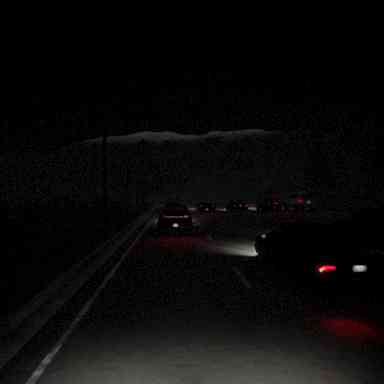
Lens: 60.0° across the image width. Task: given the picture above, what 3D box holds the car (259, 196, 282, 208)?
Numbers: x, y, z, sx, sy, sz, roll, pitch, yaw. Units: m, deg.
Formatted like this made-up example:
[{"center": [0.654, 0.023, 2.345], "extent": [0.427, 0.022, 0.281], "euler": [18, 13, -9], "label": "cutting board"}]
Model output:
[{"center": [11.276, 1.359, 48.166], "extent": [1.882, 1.535, 5.008], "euler": [0, 0, -3], "label": "car"}]

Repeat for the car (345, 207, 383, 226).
[{"center": [6.440, 1.294, 11.289], "extent": [2.097, 1.767, 4.553], "euler": [0, 0, -2], "label": "car"}]

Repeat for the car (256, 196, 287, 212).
[{"center": [8.507, 1.402, 37.206], "extent": [2.128, 1.511, 4.902], "euler": [0, 0, -3], "label": "car"}]

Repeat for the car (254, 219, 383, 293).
[{"center": [3.113, 1.517, 8.897], "extent": [2.033, 1.411, 5.357], "euler": [0, 0, -3], "label": "car"}]

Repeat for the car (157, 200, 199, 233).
[{"center": [-0.986, 1.488, 19.462], "extent": [2.128, 1.511, 4.902], "euler": [0, 0, -3], "label": "car"}]

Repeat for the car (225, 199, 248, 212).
[{"center": [4.985, 1.485, 37.456], "extent": [2.033, 1.411, 5.357], "euler": [0, 0, -3], "label": "car"}]

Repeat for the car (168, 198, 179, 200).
[{"center": [-2.464, 1.484, 44.947], "extent": [2.128, 1.511, 4.902], "euler": [0, 0, -3], "label": "car"}]

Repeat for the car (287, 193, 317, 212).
[{"center": [12.009, 1.103, 37.199], "extent": [2.150, 2.045, 5.566], "euler": [0, 0, -3], "label": "car"}]

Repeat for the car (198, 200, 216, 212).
[{"center": [1.474, 1.567, 37.579], "extent": [1.895, 1.301, 4.718], "euler": [0, 0, -3], "label": "car"}]
